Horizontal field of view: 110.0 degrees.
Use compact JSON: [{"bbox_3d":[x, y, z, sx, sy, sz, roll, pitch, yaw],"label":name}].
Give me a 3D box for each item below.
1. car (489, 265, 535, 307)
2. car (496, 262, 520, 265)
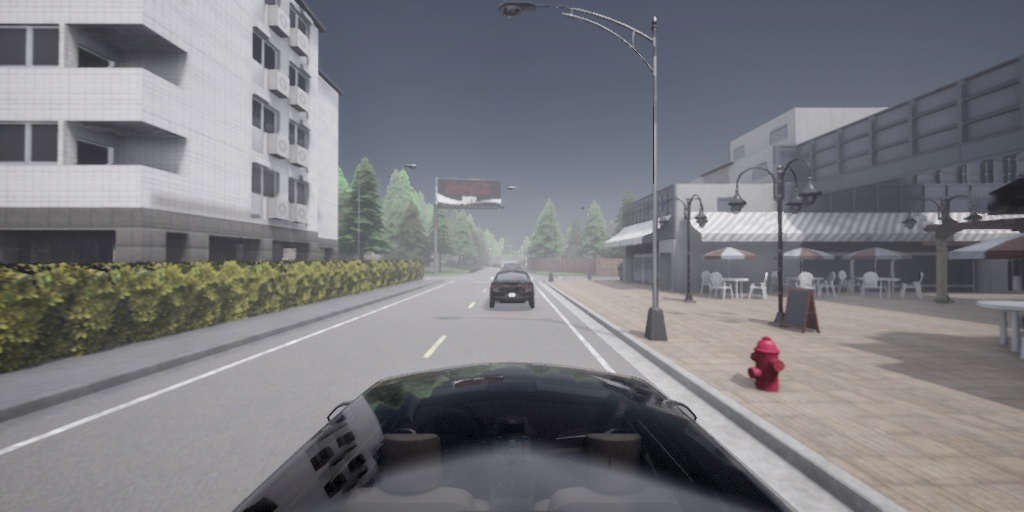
[{"bbox_3d":[0.009,1.370,16.348,1.882,1.535,5.008,0,0,0],"label":"car"},{"bbox_3d":[0.034,1.384,30.935,2.097,1.767,4.553,0,-1,1],"label":"car"}]
